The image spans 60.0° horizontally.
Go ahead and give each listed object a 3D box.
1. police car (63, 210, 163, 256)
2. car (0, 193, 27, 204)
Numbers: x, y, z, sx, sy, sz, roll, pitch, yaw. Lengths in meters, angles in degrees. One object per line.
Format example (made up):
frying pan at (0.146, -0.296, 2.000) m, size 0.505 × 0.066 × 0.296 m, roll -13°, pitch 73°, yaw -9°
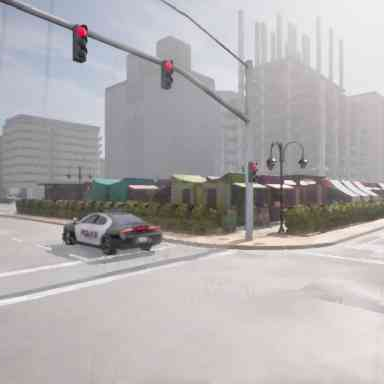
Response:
police car at (-3.463, 1.509, 13.456) m, size 4.974 × 1.542 × 2.038 m, roll 0°, pitch 0°, yaw 44°
car at (-32.477, 1.154, 61.270) m, size 1.905 × 1.878 × 3.866 m, roll 0°, pitch 0°, yaw 42°
